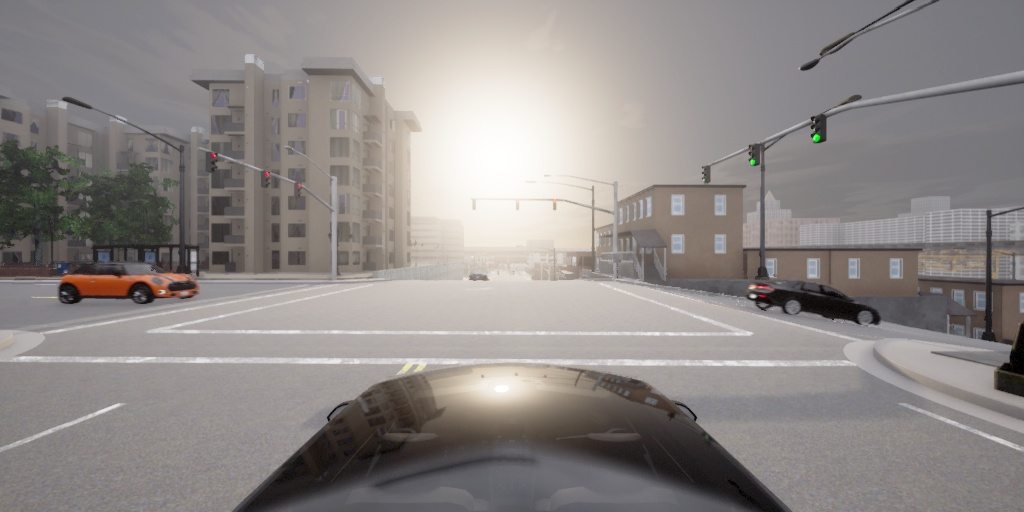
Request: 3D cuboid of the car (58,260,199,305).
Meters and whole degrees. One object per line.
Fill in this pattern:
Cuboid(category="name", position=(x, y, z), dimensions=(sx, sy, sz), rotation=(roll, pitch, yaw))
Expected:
Cuboid(category="car", position=(-16.370, 1.045, 15.486), dimensions=(4.553, 1.767, 2.097), rotation=(0, 0, 1))

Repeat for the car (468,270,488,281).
Cuboid(category="car", position=(-3.598, 2.237, 39.494), dimensions=(1.812, 1.442, 4.674), rotation=(0, -8, 0))

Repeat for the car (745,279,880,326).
Cuboid(category="car", position=(12.556, 1.877, 15.060), dimensions=(4.892, 1.490, 1.837), rotation=(10, 0, 1))
